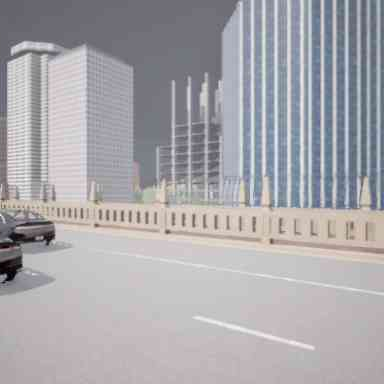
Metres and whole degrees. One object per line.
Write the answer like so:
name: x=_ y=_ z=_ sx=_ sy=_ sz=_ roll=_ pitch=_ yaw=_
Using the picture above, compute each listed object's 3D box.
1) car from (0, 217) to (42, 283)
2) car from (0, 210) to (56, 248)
car: x=-6.213 y=1.494 z=8.422 sx=4.902 sy=1.511 sz=2.128 roll=0 pitch=0 yaw=36
car: x=-7.623 y=1.497 z=13.726 sx=4.902 sy=1.511 sz=2.128 roll=0 pitch=0 yaw=35
